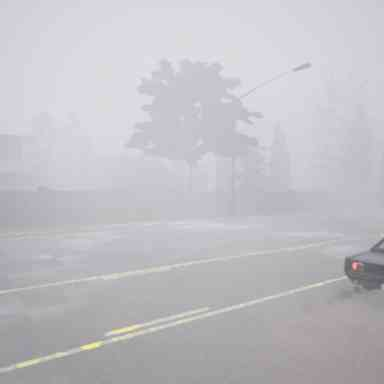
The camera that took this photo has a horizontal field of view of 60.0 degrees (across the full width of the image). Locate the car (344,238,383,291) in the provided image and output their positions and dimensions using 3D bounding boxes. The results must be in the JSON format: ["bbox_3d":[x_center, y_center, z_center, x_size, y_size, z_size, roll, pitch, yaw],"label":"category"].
[{"bbox_3d":[5.675,1.603,7.793,4.718,1.301,1.895,0,0,-36],"label":"car"}]
